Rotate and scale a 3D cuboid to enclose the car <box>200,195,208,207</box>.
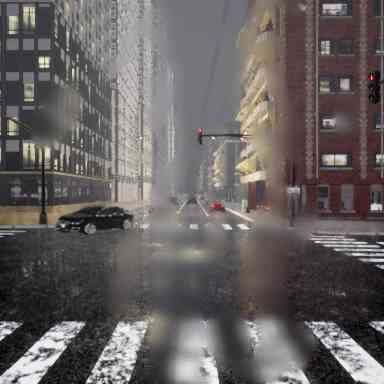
[{"bbox_3d":[2.687,1.567,50.090,2.008,1.369,4.403,0,0,0],"label":"car"}]

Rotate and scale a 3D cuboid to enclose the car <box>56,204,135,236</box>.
[{"bbox_3d":[-5.156,1.462,18.402,1.837,1.490,4.892,2,0,28],"label":"car"}]

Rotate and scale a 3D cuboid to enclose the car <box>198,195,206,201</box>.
[{"bbox_3d":[2.683,1.491,89.630,1.967,1.590,4.097,0,0,0],"label":"car"}]

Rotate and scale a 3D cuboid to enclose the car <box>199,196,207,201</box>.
[{"bbox_3d":[2.683,1.626,83.981,1.802,1.307,4.206,0,0,0],"label":"car"}]

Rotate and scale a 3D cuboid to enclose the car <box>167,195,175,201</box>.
[{"bbox_3d":[-5.698,1.595,89.629,1.887,1.381,4.507,0,0,0],"label":"car"}]

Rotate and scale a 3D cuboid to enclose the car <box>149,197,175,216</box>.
[{"bbox_3d":[-3.104,1.554,33.281,2.033,1.411,5.357,0,0,0],"label":"car"}]

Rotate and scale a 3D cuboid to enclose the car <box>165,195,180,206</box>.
[{"bbox_3d":[-3.080,1.525,54.225,1.837,1.490,4.892,0,0,0],"label":"car"}]

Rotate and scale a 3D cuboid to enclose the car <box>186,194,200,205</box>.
[{"bbox_3d":[-0.004,1.549,59.771,1.812,1.442,4.674,0,0,0],"label":"car"}]

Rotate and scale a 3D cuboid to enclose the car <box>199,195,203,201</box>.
[{"bbox_3d":[2.687,1.571,55.738,2.008,1.369,4.403,0,0,0],"label":"car"}]

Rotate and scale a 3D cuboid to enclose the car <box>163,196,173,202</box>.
[{"bbox_3d":[-5.696,1.589,78.331,2.008,1.369,4.403,0,0,0],"label":"car"}]

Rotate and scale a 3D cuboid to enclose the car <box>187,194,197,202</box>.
[{"bbox_3d":[-0.005,1.218,69.743,2.097,1.767,4.553,0,0,0],"label":"car"}]

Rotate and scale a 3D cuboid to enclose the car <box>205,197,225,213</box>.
[{"bbox_3d":[2.739,1.591,37.172,1.802,1.307,4.206,0,0,0],"label":"car"}]
